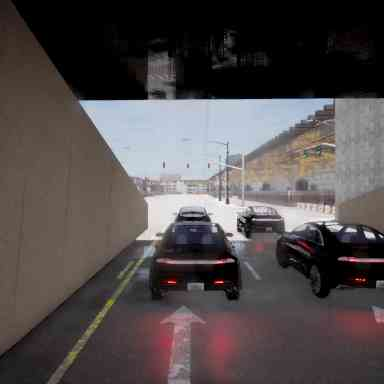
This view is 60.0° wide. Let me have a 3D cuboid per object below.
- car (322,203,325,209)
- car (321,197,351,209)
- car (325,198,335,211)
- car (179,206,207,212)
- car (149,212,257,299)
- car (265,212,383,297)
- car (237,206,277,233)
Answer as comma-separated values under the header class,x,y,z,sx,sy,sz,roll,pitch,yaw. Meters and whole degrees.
class,x,y,z,sx,sy,sz,roll,pitch,yaw
car,17.405,1.452,40.116,2.038,1.542,4.974,0,0,45
car,17.442,1.295,40.153,1.853,1.218,4.536,0,0,45
car,17.316,1.452,35.509,2.038,1.542,4.974,0,0,-35
car,0.041,1.505,17.546,1.837,1.490,4.892,0,0,0
car,0.063,1.492,8.425,2.128,1.511,4.902,0,0,0
car,3.559,1.492,8.588,2.128,1.511,4.902,0,0,0
car,3.539,1.491,17.721,2.128,1.511,4.902,0,0,0
